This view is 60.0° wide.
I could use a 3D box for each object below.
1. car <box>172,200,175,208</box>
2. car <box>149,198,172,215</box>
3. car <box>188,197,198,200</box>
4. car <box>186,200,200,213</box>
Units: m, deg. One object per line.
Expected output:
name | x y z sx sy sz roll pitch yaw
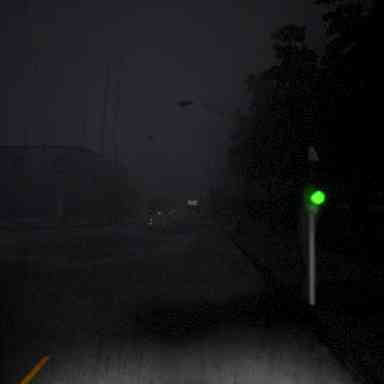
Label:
car | -4.057 2.158 51.809 1.837 1.490 4.892 0 -1 0
car | -4.073 1.749 41.896 2.150 2.045 5.566 0 -1 0
car | 0.135 1.977 60.010 2.150 2.045 5.566 0 -1 0
car | 0.135 2.183 46.221 1.895 1.301 4.718 0 -1 0
